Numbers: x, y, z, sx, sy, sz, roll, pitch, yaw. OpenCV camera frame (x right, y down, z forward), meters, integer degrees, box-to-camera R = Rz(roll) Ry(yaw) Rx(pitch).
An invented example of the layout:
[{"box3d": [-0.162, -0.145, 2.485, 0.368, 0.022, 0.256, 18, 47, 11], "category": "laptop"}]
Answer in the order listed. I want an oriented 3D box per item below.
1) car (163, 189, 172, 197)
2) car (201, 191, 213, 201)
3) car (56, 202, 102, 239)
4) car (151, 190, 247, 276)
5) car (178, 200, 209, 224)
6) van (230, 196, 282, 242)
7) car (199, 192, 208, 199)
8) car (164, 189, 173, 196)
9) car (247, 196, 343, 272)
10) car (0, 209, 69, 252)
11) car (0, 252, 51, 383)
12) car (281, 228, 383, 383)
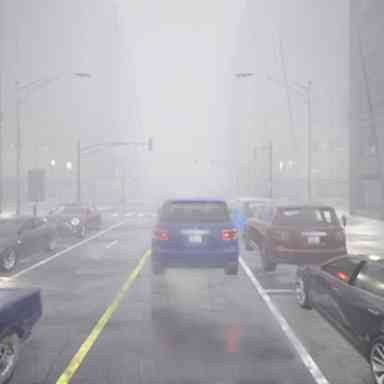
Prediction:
[{"box3d": [-6.467, 0.218, 87.726, 2.192, 1.841, 5.009, 0, 1, -1], "category": "car"}, {"box3d": [2.644, 0.669, 59.629, 1.967, 1.590, 4.097, 0, 1, -1], "category": "car"}, {"box3d": [-5.649, 1.229, 15.747, 1.967, 1.590, 4.097, 0, 1, 0], "category": "car"}, {"box3d": [0.083, 1.087, 10.017, 2.150, 2.045, 5.566, 0, 1, 0], "category": "car"}, {"box3d": [0.086, 1.296, 22.737, 1.895, 1.301, 4.718, 0, 1, 0], "category": "car"}, {"box3d": [2.877, 1.129, 15.741, 1.690, 1.788, 3.998, 0, 1, 0], "category": "van"}, {"box3d": [2.410, 0.672, 70.937, 1.802, 1.307, 4.206, 0, 1, -1], "category": "car"}, {"box3d": [-6.585, 0.164, 93.382, 2.192, 1.841, 5.009, 0, 1, -1], "category": "car"}, {"box3d": [2.870, 1.177, 10.217, 2.192, 1.841, 5.009, 0, 1, 0], "category": "car"}, {"box3d": [-5.656, 1.428, 10.224, 1.947, 1.339, 4.313, 0, 1, 0], "category": "car"}, {"box3d": [-2.997, 1.568, 2.379, 1.895, 1.301, 4.718, 0, 1, 0], "category": "car"}, {"box3d": [2.863, 1.501, 4.697, 1.947, 1.339, 4.313, 0, 1, 0], "category": "car"}]
